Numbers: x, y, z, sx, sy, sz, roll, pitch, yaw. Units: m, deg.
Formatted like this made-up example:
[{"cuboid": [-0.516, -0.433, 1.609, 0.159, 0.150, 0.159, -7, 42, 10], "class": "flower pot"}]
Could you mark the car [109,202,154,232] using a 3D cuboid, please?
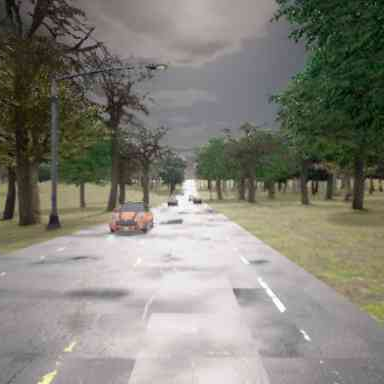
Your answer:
[{"cuboid": [-3.597, 1.437, 20.468, 2.097, 1.767, 4.553, 0, 0, 0], "class": "car"}]

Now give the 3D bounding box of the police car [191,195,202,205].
[{"cuboid": [1.228, 1.923, 73.553, 1.930, 1.638, 5.238, 0, 0, 0], "class": "police car"}]

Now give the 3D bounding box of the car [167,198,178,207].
[{"cuboid": [-3.534, 1.865, 61.239, 1.882, 1.535, 5.008, 0, -1, 1], "class": "car"}]

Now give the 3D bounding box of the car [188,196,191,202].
[{"cuboid": [0.004, 1.994, 92.987, 1.994, 1.385, 4.181, 0, 0, 0], "class": "car"}]
